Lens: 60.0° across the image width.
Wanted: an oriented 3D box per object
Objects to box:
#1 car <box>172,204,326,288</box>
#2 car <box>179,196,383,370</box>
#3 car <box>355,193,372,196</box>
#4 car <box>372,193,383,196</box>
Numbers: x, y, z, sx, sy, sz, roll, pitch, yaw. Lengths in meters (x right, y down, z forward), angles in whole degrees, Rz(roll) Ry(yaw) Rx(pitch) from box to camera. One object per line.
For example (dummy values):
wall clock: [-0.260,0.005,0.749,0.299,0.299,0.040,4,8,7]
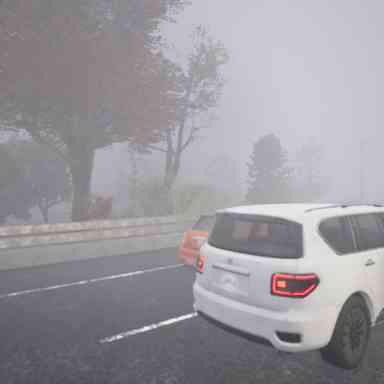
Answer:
car: [1.868,1.337,9.992,4.553,1.767,2.097,-1,0,-40]
car: [2.571,1.200,5.949,5.566,2.045,2.150,-1,0,-39]
car: [39.413,0.953,77.665,1.837,1.490,4.892,-1,0,5]
car: [42.879,0.946,77.180,2.128,1.511,4.902,-1,0,5]
